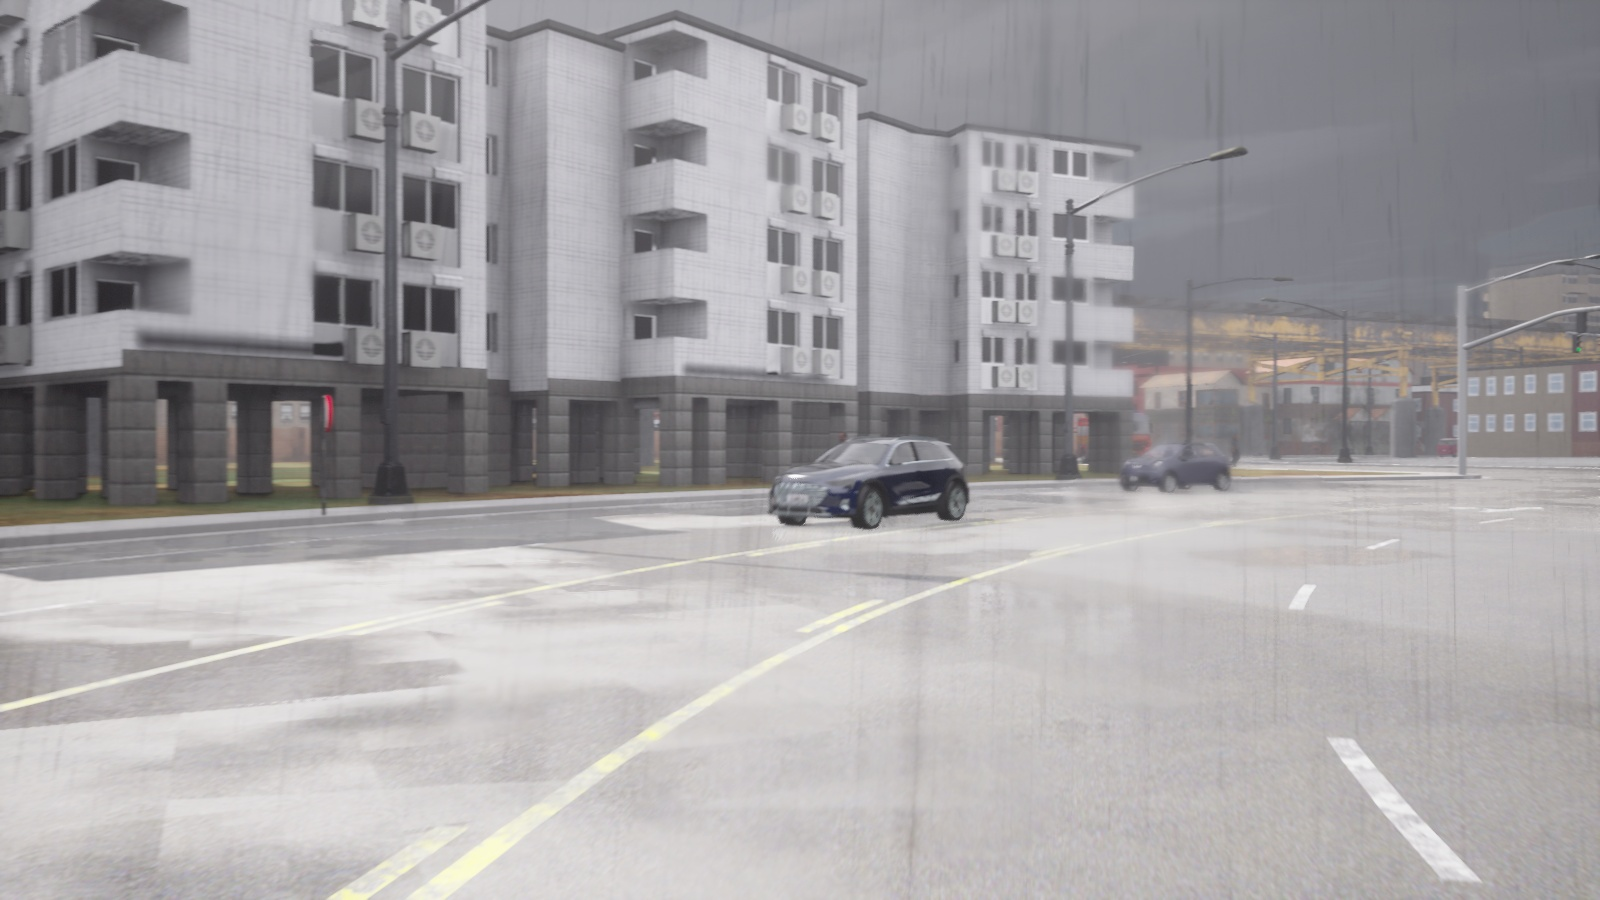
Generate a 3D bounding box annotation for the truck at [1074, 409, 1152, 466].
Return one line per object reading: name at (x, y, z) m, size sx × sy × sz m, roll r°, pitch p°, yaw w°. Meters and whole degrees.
truck at (21.996, -0.876, 88.747) m, size 2.891 × 3.827 × 8.468 m, roll 0°, pitch 0°, yaw -4°

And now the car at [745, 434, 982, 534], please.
car at (1.303, 0.547, 23.250) m, size 2.033 × 1.649 × 4.856 m, roll 0°, pitch 0°, yaw 37°

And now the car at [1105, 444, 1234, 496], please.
car at (11.217, 0.568, 38.067) m, size 3.633 × 1.501 × 1.845 m, roll 0°, pitch 0°, yaw -34°

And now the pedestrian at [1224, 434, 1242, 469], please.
pedestrian at (23.151, 0.069, 67.173) m, size 0.540 × 1.848 × 0.694 m, roll 0°, pitch 0°, yaw -27°
